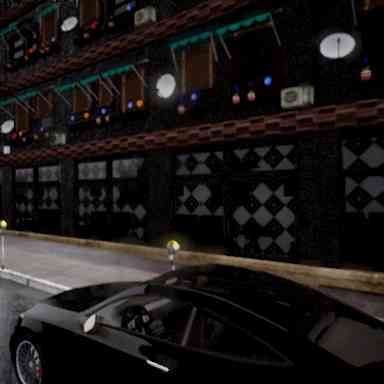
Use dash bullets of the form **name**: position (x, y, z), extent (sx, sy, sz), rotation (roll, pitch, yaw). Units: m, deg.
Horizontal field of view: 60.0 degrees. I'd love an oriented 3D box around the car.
- **car**: position (0.013, 1.512, 3.426), extent (4.674, 1.442, 1.812), rotation (1, 0, 35)
